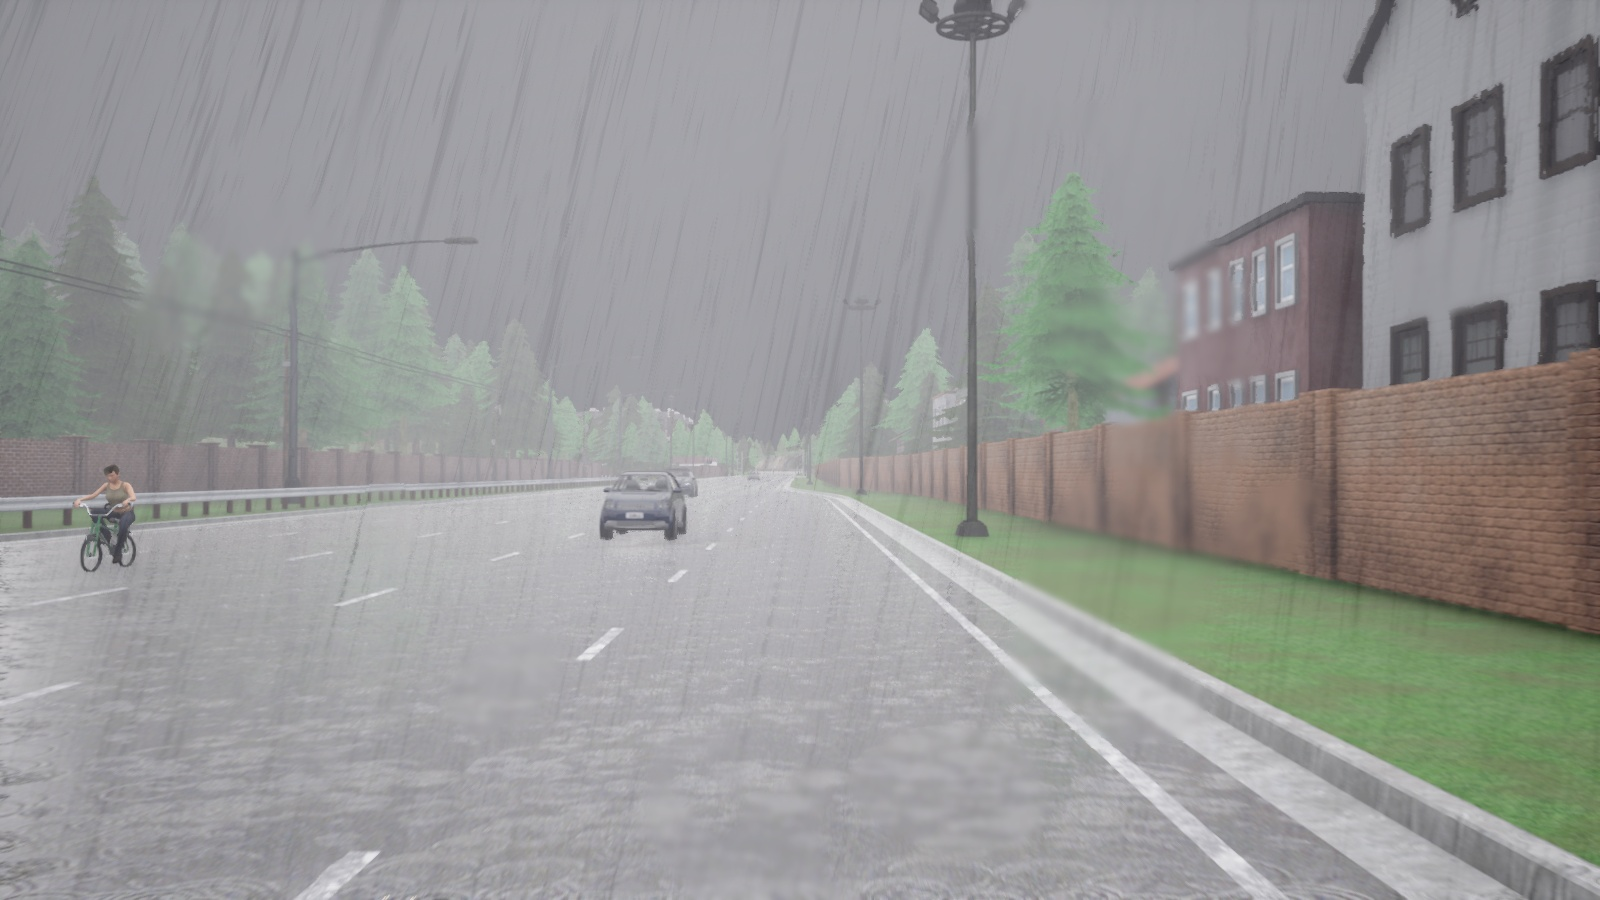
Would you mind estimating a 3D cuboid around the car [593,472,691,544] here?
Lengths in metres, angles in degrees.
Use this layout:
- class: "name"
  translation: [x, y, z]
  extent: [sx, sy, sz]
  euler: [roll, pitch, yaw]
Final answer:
- class: "car"
  translation: [-3.571, 1.292, 28.959]
  extent: [1.789, 1.549, 3.705]
  euler: [0, -1, 0]

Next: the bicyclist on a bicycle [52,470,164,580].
- class: "bicyclist on a bicycle"
  translation: [-10.543, 1.114, 19.183]
  extent: [0.866, 1.612, 1.509]
  euler: [0, -1, 0]

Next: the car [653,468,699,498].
- class: "car"
  translation: [-7.180, 1.916, 73.399]
  extent: [2.242, 1.667, 4.611]
  euler: [0, -1, 0]
